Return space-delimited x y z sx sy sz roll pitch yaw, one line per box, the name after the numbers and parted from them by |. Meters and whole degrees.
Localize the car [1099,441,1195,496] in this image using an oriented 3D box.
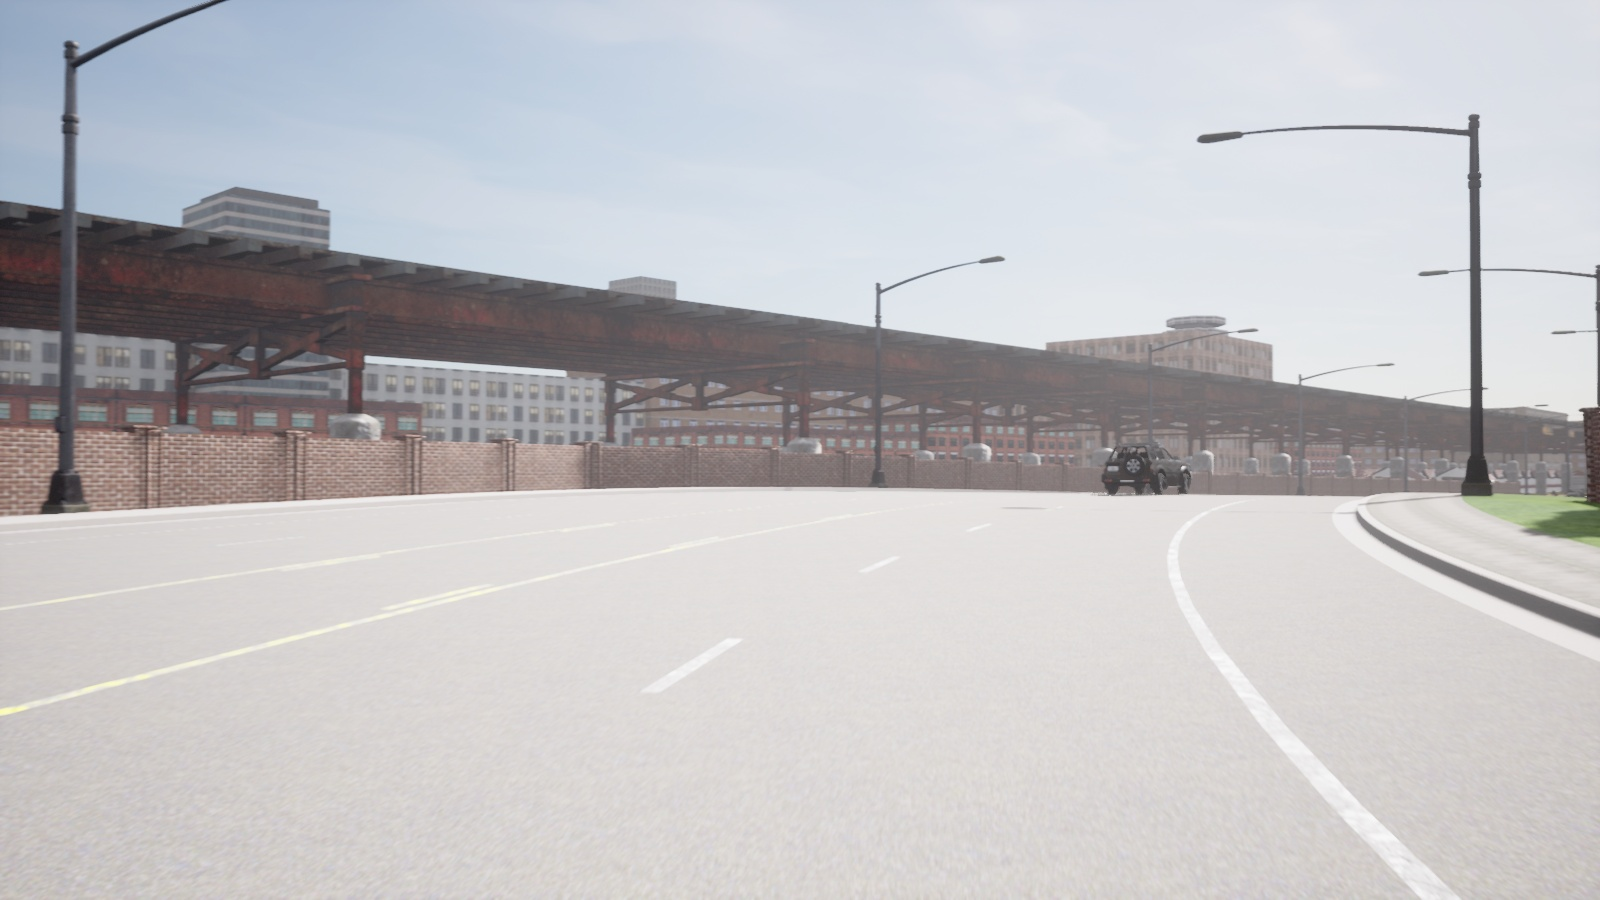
12.473 0.709 44.917 1.932 1.855 4.605 -1 -2 34 | car
